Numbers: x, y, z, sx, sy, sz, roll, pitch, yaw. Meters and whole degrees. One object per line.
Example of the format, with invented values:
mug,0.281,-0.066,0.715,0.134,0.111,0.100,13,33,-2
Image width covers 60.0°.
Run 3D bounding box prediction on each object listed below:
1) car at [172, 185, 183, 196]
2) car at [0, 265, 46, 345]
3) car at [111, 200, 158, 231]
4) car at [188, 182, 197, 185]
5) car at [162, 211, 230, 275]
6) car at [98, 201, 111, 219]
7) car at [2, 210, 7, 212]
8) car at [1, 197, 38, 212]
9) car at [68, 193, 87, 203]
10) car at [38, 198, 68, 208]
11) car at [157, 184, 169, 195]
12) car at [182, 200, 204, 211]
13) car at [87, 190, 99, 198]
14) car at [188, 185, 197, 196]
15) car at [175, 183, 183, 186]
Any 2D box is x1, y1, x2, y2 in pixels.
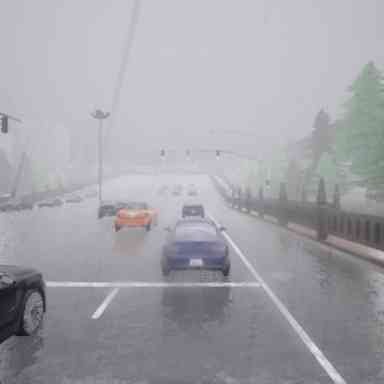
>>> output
car,-3.400,0.045,72.482,1.837,1.490,4.892,0,7,0
car,-3.399,1.496,3.765,2.128,1.511,4.902,0,0,0
car,-3.396,1.379,21.050,2.097,1.767,4.553,0,0,0
car,0.157,-1.557,82.476,2.150,2.045,5.566,0,7,0
car,0.101,1.539,10.352,1.812,1.442,4.674,0,0,0
car,-6.895,1.542,29.454,1.837,1.490,4.892,0,0,0
car,-7.163,1.489,8.879,1.882,1.535,5.008,0,0,-4
car,-21.066,1.402,40.282,2.097,1.767,4.553,0,0,0
car,-20.976,1.237,59.402,1.994,1.385,4.181,0,3,0
car,-21.015,1.570,49.666,2.033,1.411,5.357,0,1,0
car,-6.886,-0.200,74.944,2.033,1.411,5.357,0,7,0
car,0.104,1.516,30.624,1.882,1.535,5.008,0,0,0
car,-20.917,0.388,69.632,2.128,1.511,4.902,0,6,0
car,0.100,0.023,72.461,1.882,1.535,5.008,0,7,0
car,-3.343,-1.421,82.453,2.097,1.767,4.553,0,7,0
